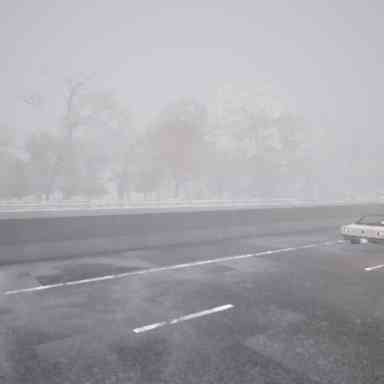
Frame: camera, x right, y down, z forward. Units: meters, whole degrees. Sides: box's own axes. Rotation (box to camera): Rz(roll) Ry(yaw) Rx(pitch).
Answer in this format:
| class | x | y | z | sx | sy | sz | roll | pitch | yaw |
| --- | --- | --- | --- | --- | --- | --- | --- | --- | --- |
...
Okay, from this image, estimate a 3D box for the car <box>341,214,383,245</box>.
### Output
| class | x | y | z | sx | sy | sz | roll | pitch | yaw |
| --- | --- | --- | --- | --- | --- | --- | --- | --- | --- |
| car | 8.511 | 1.600 | 14.245 | 4.718 | 1.301 | 1.895 | 0 | 0 | -36 |
